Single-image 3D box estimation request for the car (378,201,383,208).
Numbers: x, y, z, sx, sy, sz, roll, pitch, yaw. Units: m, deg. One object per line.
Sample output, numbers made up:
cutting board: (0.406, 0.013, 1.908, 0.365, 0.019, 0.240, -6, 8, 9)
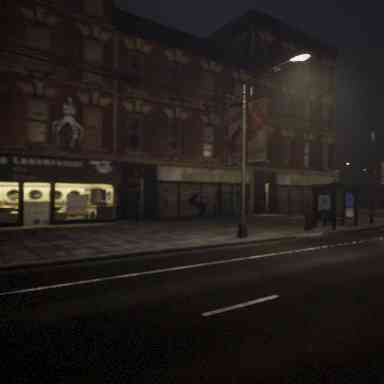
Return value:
car: (33.949, 2.147, 56.713, 1.812, 1.442, 4.674, 1, 0, -12)
